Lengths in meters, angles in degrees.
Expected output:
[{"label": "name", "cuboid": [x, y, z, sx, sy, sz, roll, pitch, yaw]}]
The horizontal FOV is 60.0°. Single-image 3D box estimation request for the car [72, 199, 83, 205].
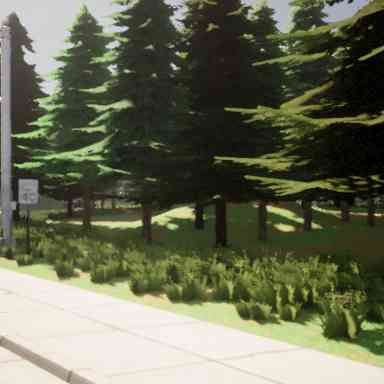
[{"label": "car", "cuboid": [-16.857, 1.810, 49.529, 1.882, 1.535, 5.008, -1, 0, 35]}]
